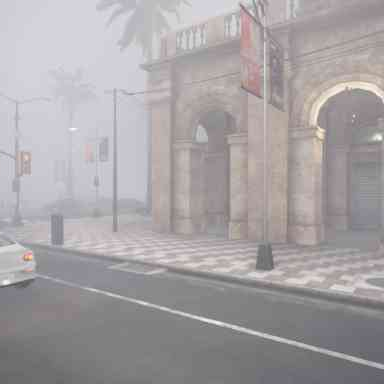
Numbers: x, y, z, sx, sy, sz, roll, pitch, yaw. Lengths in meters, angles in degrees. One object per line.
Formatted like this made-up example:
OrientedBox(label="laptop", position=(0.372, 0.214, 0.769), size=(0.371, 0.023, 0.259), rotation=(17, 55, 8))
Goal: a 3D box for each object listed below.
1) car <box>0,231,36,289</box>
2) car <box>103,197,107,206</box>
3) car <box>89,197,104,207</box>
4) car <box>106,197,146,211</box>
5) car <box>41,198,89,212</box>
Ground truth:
OrientedBox(label="car", position=(-5.527, 1.526, 7.900), size=(4.674, 1.442, 1.812), rotation=(0, 0, 36))
OrientedBox(label="car", position=(-9.410, 1.601, 45.822), size=(1.895, 1.301, 4.718), rotation=(0, 0, 36))
OrientedBox(label="car", position=(-13.786, 1.513, 51.035), size=(2.161, 1.482, 4.786), rotation=(0, 0, 35))
OrientedBox(label="car", position=(-7.863, 1.505, 41.633), size=(1.837, 1.490, 4.892), rotation=(0, 0, 36))
OrientedBox(label="car", position=(-14.809, 1.505, 38.287), size=(1.837, 1.490, 4.892), rotation=(0, 0, 36))
